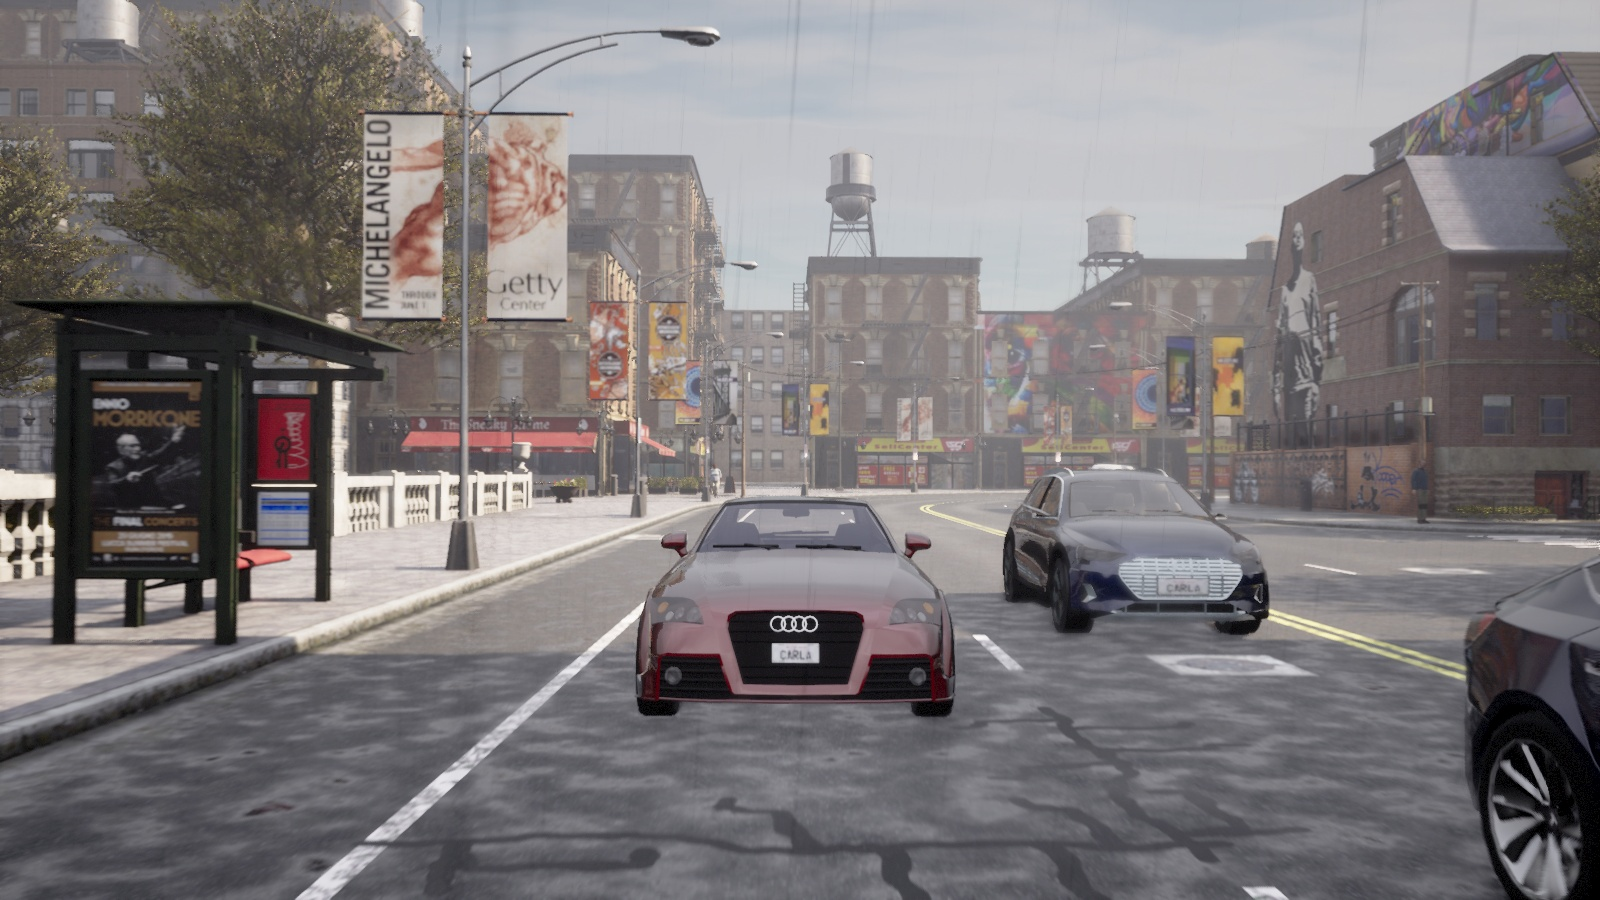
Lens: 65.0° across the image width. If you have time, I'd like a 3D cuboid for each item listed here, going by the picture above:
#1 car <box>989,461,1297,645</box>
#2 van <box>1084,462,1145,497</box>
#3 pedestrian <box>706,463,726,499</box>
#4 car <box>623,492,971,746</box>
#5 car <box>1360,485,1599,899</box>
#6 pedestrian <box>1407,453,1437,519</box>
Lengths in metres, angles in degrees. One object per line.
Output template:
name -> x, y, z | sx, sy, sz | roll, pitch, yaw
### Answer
car -> 3.466, 0.967, 13.791 | 2.033, 1.649, 4.856 | 0, -1, 0
van -> 18.779, 1.744, 74.878 | 2.069, 2.038, 4.480 | -1, -1, 35
pedestrian -> -4.355, 1.599, 64.878 | 0.874, 1.855, 0.900 | 0, -1, 7
car -> -0.023, 1.039, 9.314 | 1.994, 1.385, 4.181 | 0, -1, 0
car -> 3.493, 0.852, 2.977 | 2.163, 1.488, 4.792 | 0, -1, 0
pedestrian -> 17.680, 1.012, 35.704 | 0.402, 1.842, 0.726 | 0, -1, -10
